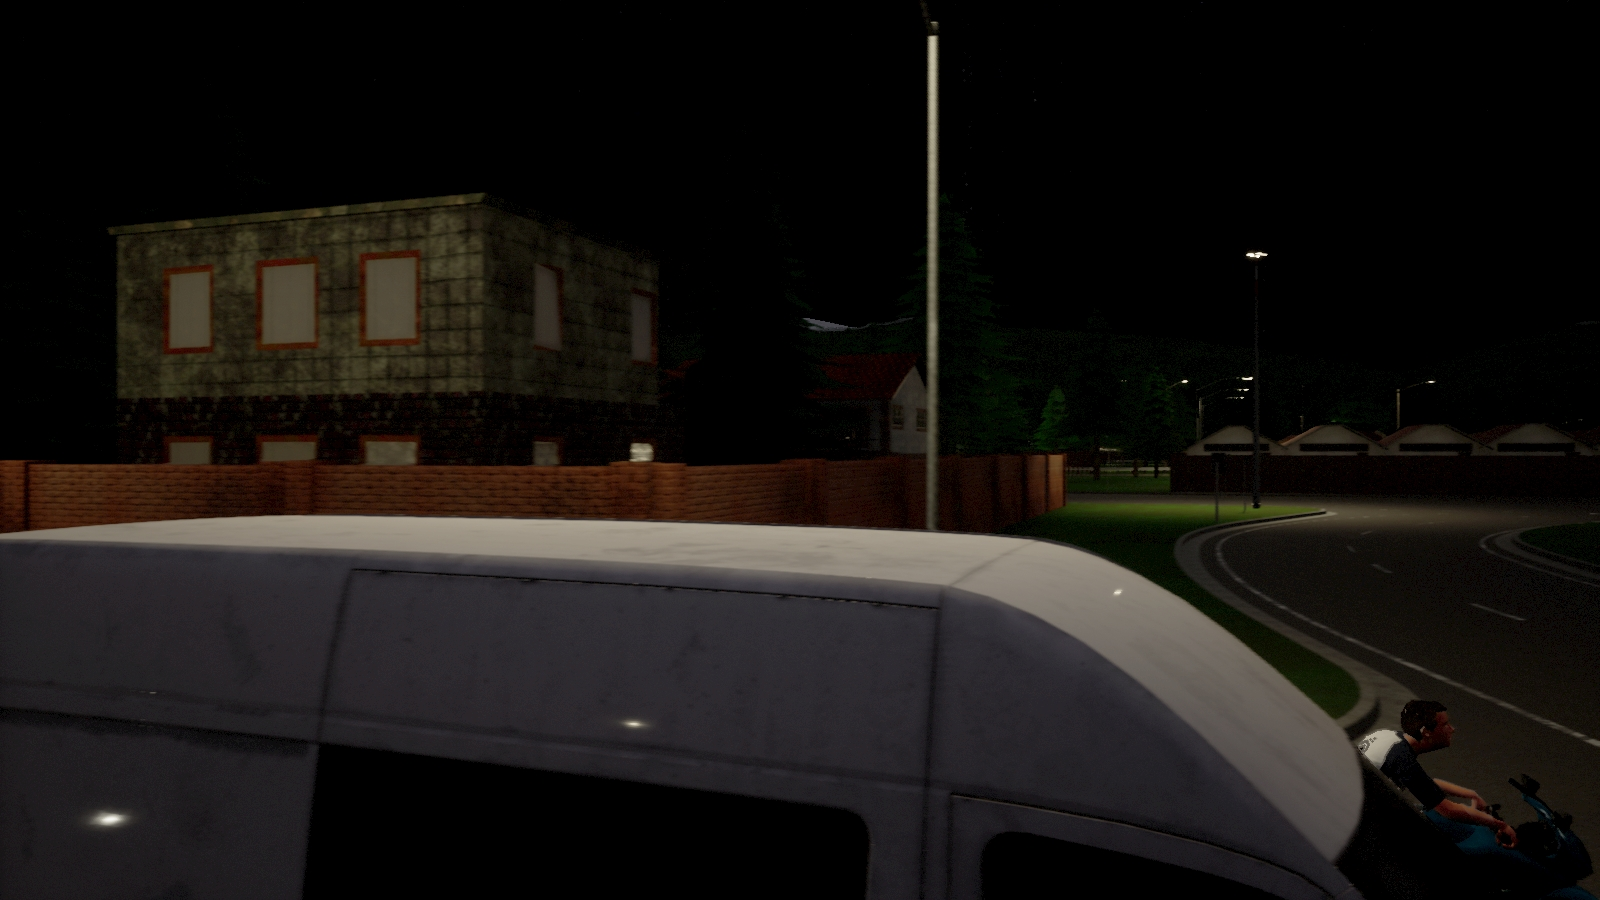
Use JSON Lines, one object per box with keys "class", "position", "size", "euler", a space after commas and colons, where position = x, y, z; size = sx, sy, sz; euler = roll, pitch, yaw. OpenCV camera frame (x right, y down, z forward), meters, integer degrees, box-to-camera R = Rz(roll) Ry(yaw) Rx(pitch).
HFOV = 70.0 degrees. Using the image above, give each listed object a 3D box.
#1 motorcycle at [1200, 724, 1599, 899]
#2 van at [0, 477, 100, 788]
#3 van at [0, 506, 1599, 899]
{"class": "motorcycle", "position": [3.139, 2.186, 5.879], "size": [2.033, 1.199, 0.803], "euler": [0, 0, 20]}
{"class": "van", "position": [-9.479, 1.536, 10.460], "size": [5.915, 2.561, 1.988], "euler": [0, 0, 20]}
{"class": "van", "position": [0.053, 1.535, 3.279], "size": [5.915, 2.561, 1.988], "euler": [0, 0, 20]}
